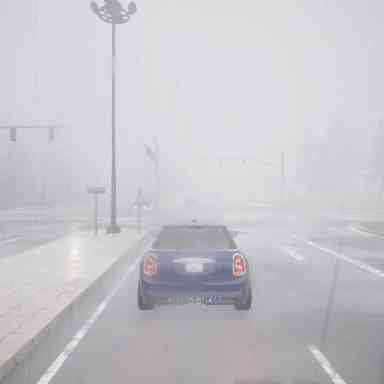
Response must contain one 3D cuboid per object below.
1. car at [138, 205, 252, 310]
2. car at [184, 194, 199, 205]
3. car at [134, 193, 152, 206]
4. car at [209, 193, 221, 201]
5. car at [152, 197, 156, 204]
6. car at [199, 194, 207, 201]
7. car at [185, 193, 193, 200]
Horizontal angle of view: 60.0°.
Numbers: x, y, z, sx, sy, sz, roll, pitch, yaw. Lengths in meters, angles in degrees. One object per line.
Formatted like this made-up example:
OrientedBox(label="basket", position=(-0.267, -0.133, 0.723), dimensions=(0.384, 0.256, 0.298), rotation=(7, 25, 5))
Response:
OrientedBox(label="car", position=(0.060, 1.352, 7.964), dimensions=(2.097, 1.767, 4.553), rotation=(0, 0, 0))
OrientedBox(label="car", position=(-0.235, 1.526, 54.784), dimensions=(1.812, 1.442, 4.674), rotation=(0, 0, -1))
OrientedBox(label="car", position=(-8.334, 1.352, 55.615), dimensions=(2.097, 1.767, 4.553), rotation=(0, 0, -1))
OrientedBox(label="car", position=(6.241, 1.215, 85.084), dimensions=(2.150, 2.045, 5.566), rotation=(0, 0, -1))
OrientedBox(label="car", position=(-8.454, 1.564, 65.561), dimensions=(1.994, 1.385, 4.181), rotation=(0, 0, 0))
OrientedBox(label="car", position=(2.736, 1.513, 85.350), dimensions=(1.812, 1.442, 4.674), rotation=(0, 0, -1))
OrientedBox(label="car", position=(-0.942, 1.189, 95.643), dimensions=(2.150, 2.045, 5.566), rotation=(0, 0, -1))
